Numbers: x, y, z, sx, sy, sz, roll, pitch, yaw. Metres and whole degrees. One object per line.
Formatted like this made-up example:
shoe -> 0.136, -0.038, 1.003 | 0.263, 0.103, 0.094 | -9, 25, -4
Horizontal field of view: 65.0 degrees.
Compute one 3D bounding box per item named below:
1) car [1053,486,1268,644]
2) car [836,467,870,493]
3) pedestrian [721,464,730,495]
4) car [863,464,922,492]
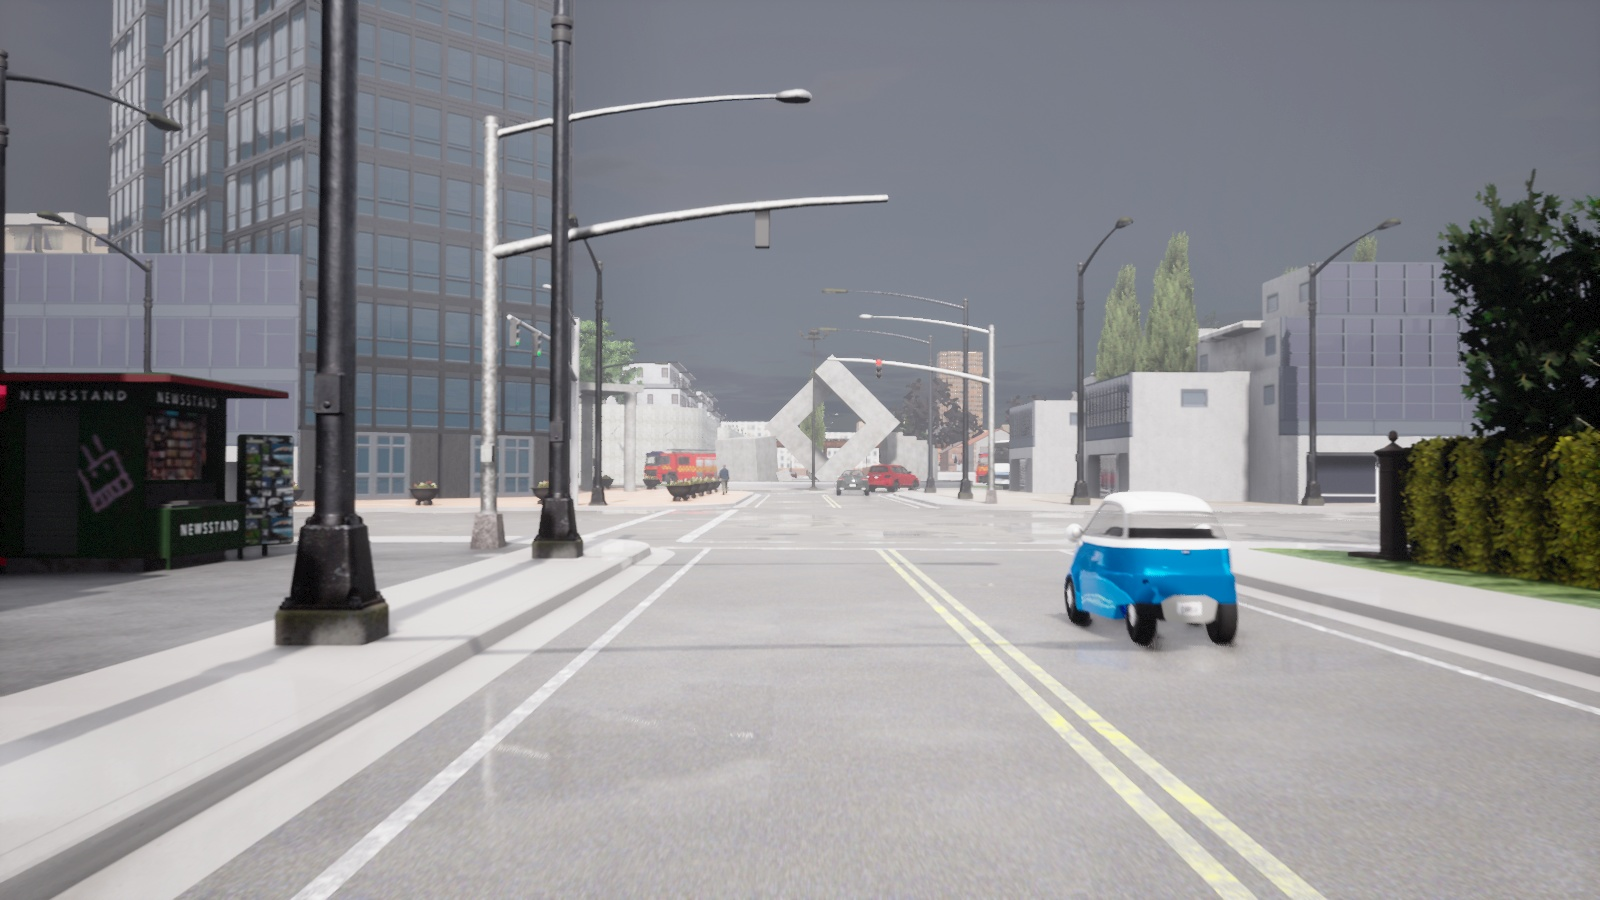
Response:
car -> 3.470, 1.063, 12.411 | 1.481, 1.376, 2.207 | 0, -1, 0
car -> 3.483, 1.958, 82.389 | 2.152, 1.651, 5.027 | 0, -1, 3
pedestrian -> -4.351, 1.723, 73.239 | 0.402, 1.842, 0.726 | 0, -1, 7
car -> 7.018, 2.088, 94.525 | 2.150, 2.045, 5.566 | -1, -1, 30
